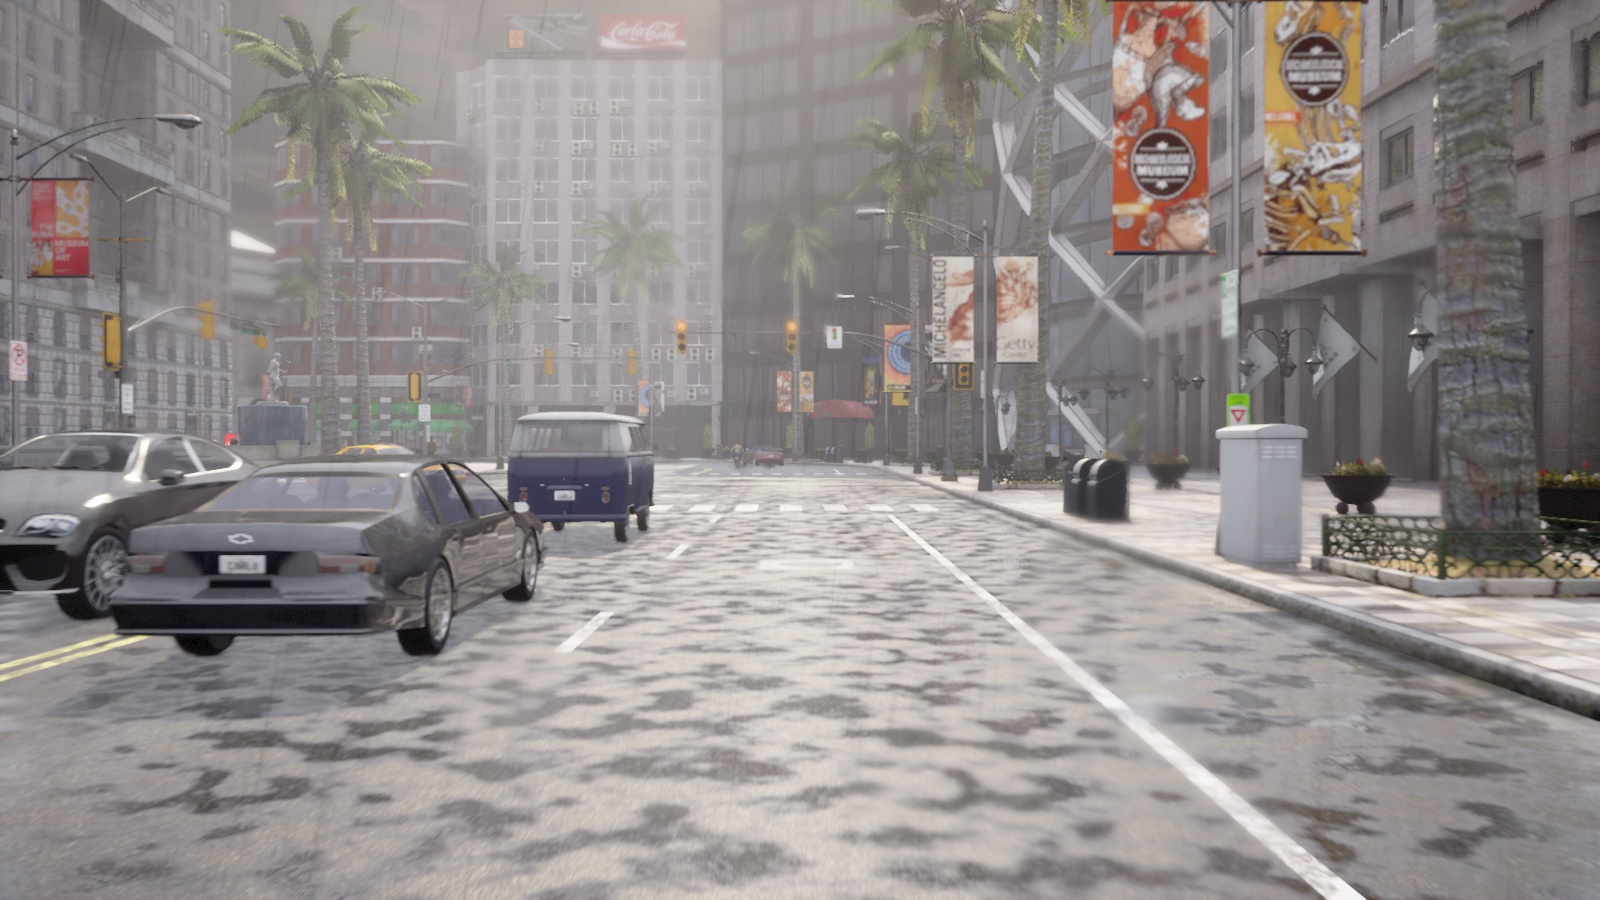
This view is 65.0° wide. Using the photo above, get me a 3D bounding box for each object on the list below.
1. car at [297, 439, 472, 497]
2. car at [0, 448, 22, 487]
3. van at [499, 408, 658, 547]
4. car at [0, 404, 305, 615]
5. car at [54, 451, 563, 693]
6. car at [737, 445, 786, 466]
[{"bbox_3d":[-11.967,0.473,36.016,5.366,1.575,1.801,0,1,33],"label":"car"},{"bbox_3d":[-29.338,0.584,42.583,4.718,1.301,1.895,0,0,0],"label":"car"},{"bbox_3d":[-3.418,0.382,20.217,1.775,1.987,4.442,0,0,0],"label":"van"},{"bbox_3d":[-6.944,0.450,12.342,2.152,1.651,5.027,0,0,0],"label":"car"},{"bbox_3d":[-3.449,0.734,10.201,2.033,1.411,5.357,0,0,0],"label":"car"},{"bbox_3d":[-2.574,0.342,82.622,1.994,1.385,4.181,0,0,-20],"label":"car"}]
